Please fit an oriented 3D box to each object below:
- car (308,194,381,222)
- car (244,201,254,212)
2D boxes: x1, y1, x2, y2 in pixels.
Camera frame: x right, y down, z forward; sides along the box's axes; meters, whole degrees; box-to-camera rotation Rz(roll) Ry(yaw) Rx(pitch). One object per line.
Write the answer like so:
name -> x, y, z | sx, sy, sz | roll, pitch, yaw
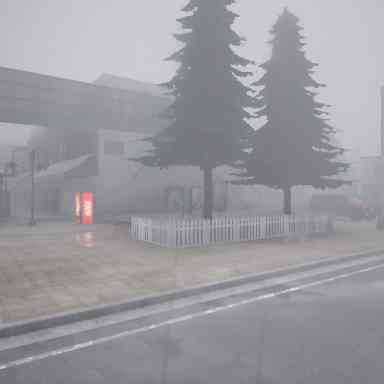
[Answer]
car -> 12.072, 1.206, 26.720 | 2.150, 2.045, 5.566 | 0, 0, -33
car -> 4.837, 1.336, 37.590 | 2.097, 1.767, 4.553 | 0, 0, -34
